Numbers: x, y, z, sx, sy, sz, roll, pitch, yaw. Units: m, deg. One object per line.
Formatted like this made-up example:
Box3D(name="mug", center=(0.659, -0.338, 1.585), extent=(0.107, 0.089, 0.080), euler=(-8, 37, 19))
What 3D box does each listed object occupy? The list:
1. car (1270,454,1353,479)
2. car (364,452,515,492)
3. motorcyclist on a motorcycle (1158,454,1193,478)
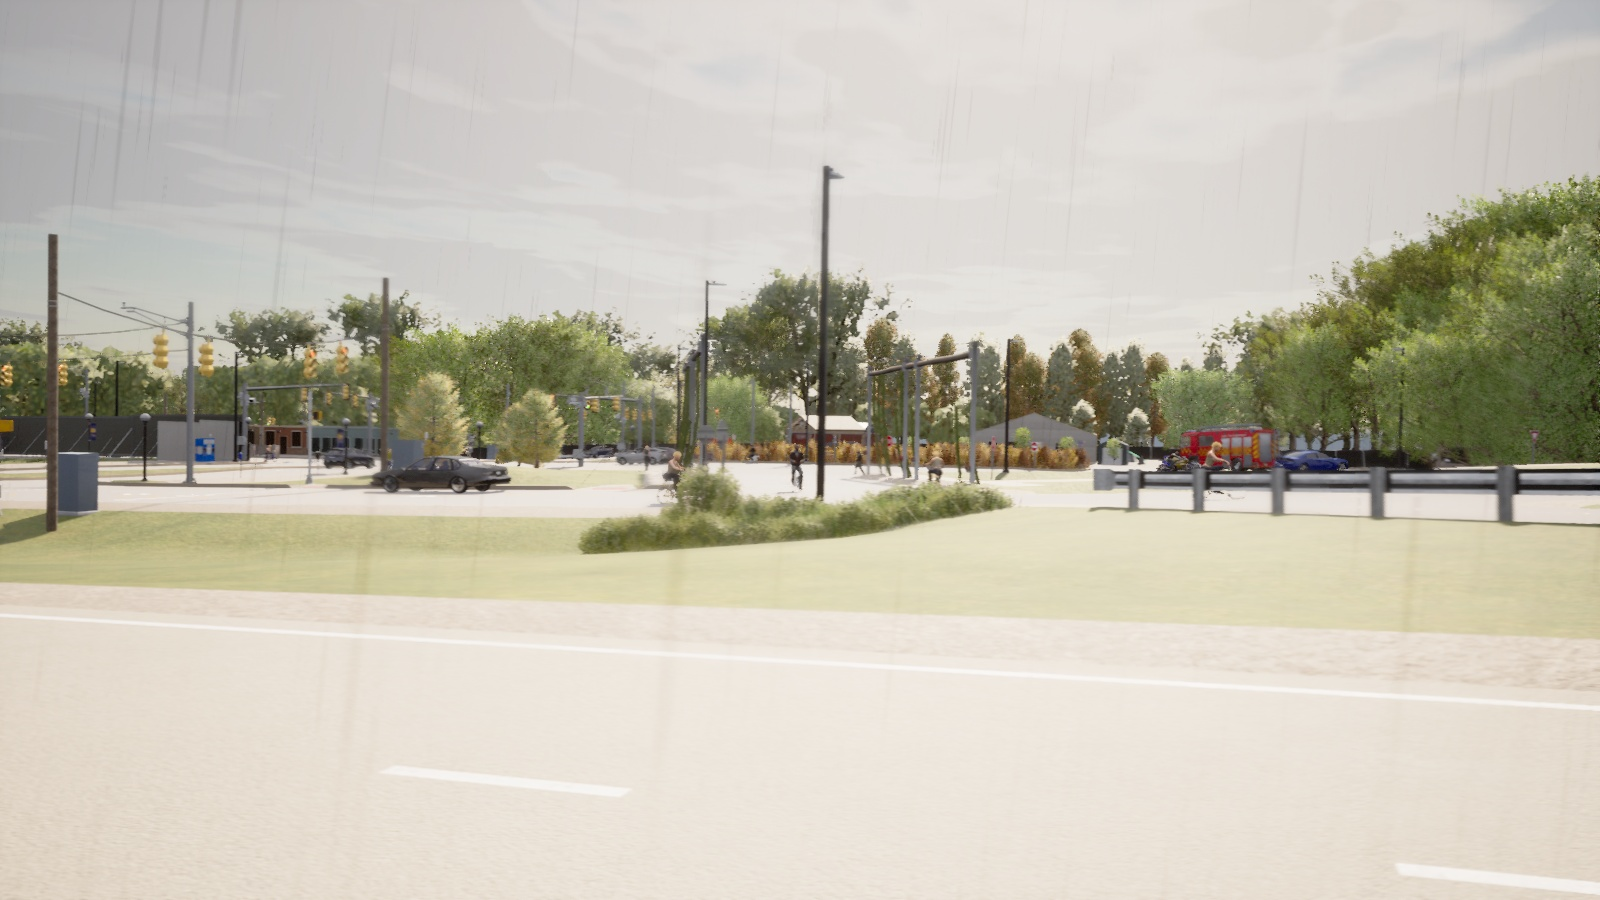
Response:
Box3D(name="car", center=(33.111, 1.056, 81.269), extent=(5.008, 1.535, 1.882), euler=(0, 1, -20))
Box3D(name="car", center=(-13.861, 0.822, 48.336), extent=(5.357, 1.411, 2.033), euler=(0, 1, 18))
Box3D(name="motorcyclist on a motorcycle", center=(25.028, 1.062, 83.668), extent=(2.191, 1.530, 0.866), euler=(1, -1, 14))
